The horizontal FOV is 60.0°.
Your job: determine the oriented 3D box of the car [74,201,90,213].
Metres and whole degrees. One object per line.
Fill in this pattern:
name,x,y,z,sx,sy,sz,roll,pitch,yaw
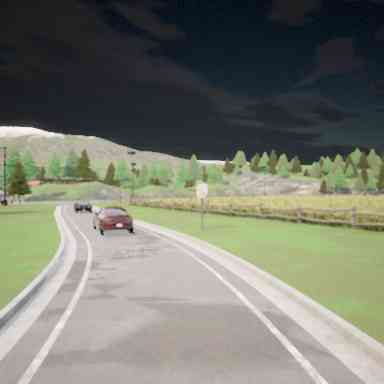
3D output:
car,-13.151,1.739,39.923,1.895,1.301,4.718,0,0,-22

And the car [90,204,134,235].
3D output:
car,-4.635,1.582,19.399,1.812,1.442,4.674,0,0,-22
